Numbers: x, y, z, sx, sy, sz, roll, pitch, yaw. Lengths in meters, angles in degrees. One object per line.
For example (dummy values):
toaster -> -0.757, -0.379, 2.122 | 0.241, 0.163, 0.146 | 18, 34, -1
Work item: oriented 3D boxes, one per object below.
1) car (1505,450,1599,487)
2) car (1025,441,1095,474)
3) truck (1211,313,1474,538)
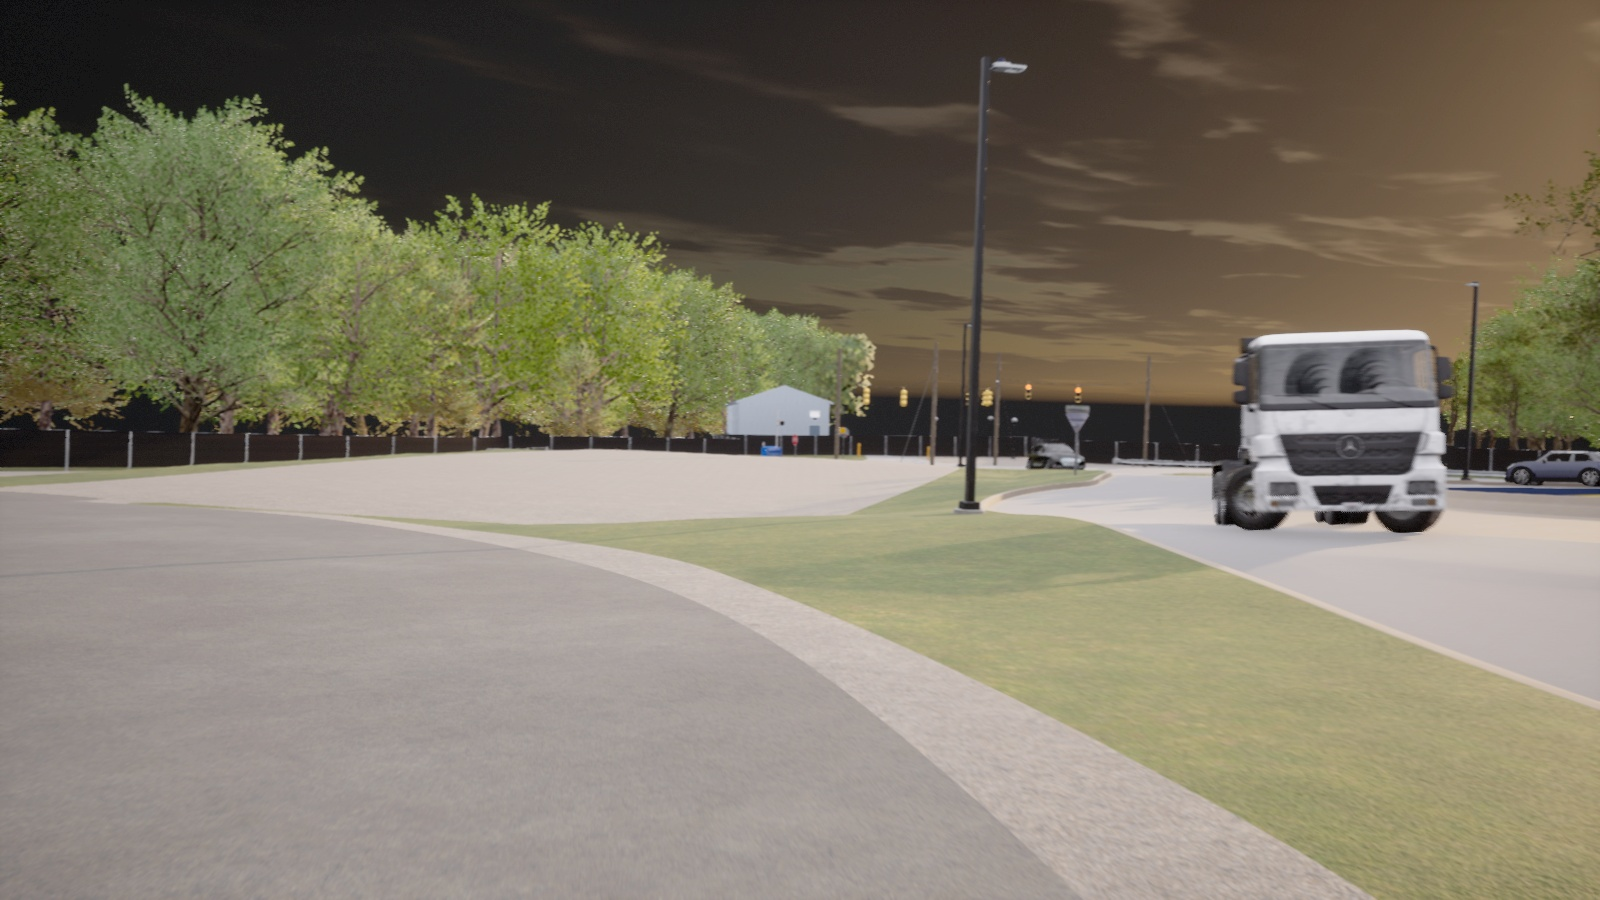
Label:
car -> 31.710, 0.773, 52.191 | 1.970, 1.475, 3.806 | 2, -1, -43
car -> 13.654, 0.421, 66.257 | 2.033, 1.649, 4.856 | 1, -1, -9
truck -> 9.711, -0.252, 23.498 | 2.891, 3.462, 7.936 | -1, -2, 12
